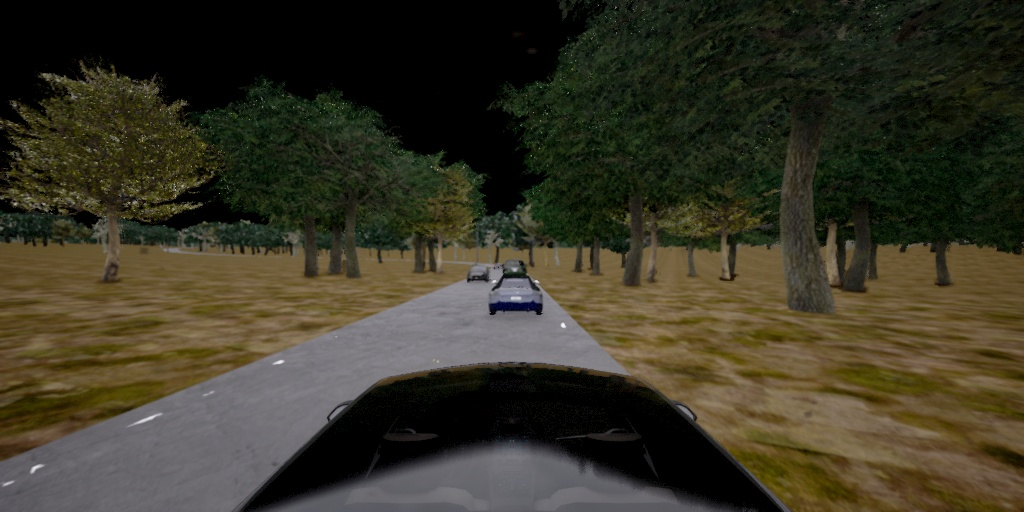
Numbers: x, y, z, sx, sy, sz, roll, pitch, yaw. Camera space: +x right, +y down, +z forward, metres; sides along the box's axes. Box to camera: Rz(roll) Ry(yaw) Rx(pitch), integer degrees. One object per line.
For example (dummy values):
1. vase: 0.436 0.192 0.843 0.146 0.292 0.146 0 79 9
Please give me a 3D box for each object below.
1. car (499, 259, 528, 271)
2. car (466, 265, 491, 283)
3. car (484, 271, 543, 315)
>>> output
1. car: 0.245 1.339 32.811 2.150 2.045 5.566 0 -1 0
2. car: -2.951 1.616 32.350 1.837 1.490 4.892 0 -1 0
3. car: 0.149 1.455 14.391 1.994 1.385 4.181 0 -1 0
